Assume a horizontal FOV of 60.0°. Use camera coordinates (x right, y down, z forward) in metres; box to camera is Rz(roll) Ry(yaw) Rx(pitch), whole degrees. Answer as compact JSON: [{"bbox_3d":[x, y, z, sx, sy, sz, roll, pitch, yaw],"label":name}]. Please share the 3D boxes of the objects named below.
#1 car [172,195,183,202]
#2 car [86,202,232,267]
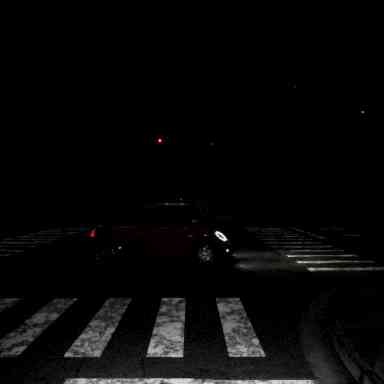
[{"bbox_3d":[-2.966,1.498,69.308,2.097,1.767,4.553,0,0,0],"label":"car"},{"bbox_3d":[-0.998,1.352,10.960,4.553,1.767,2.097,0,0,0],"label":"car"}]
